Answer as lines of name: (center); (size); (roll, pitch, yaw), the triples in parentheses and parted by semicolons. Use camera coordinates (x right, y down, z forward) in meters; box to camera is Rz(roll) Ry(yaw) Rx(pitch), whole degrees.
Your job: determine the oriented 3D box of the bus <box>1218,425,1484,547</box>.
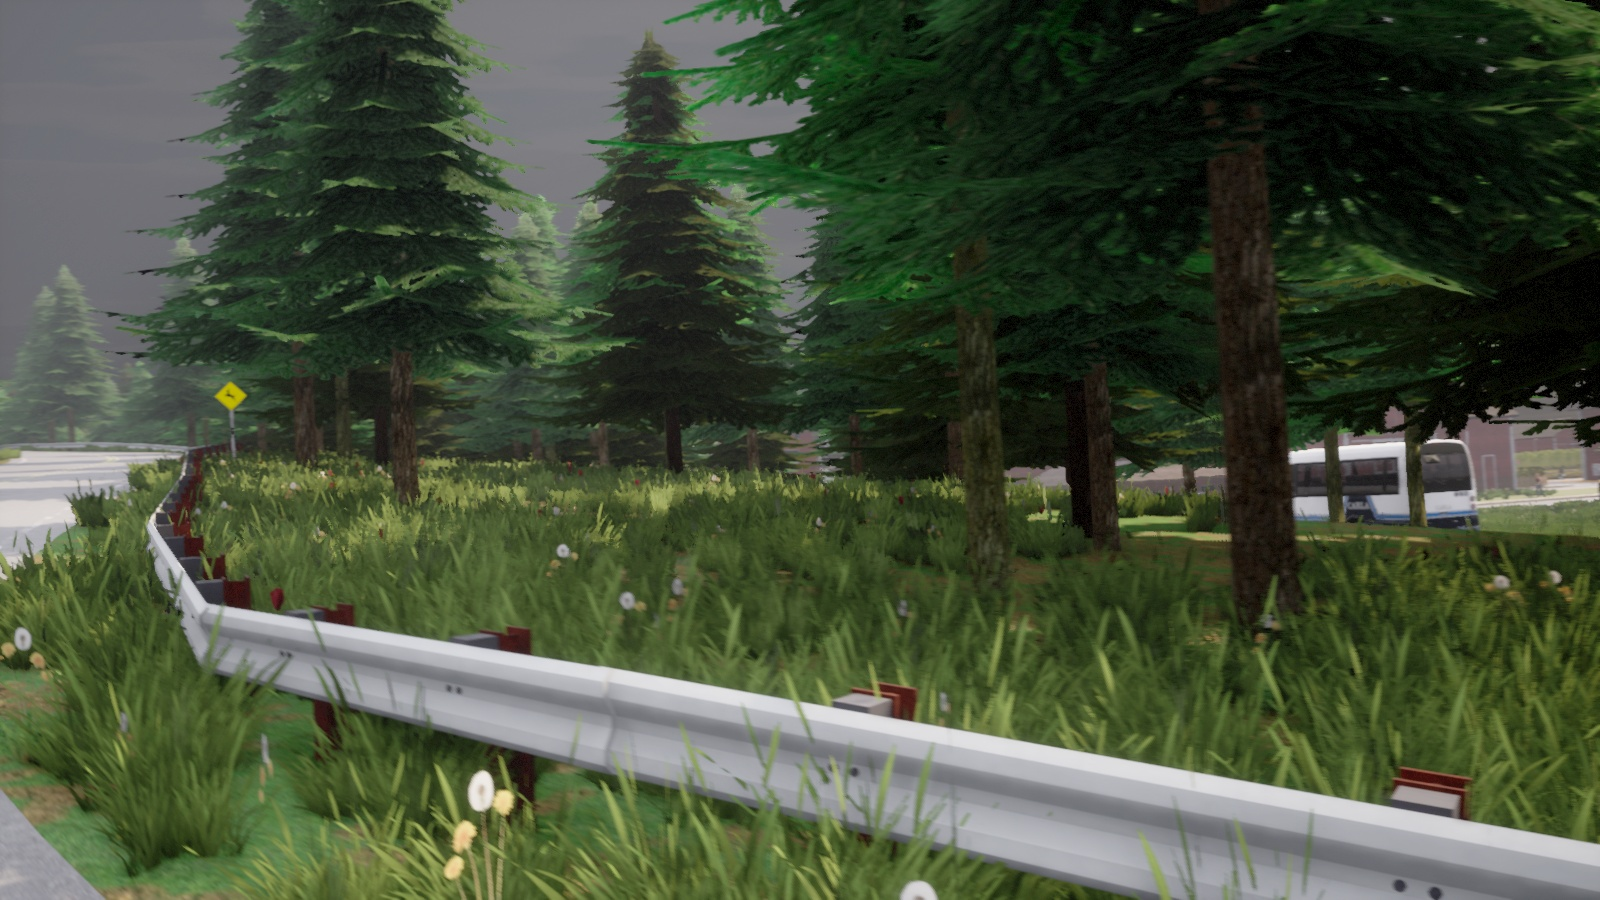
bus: (22.160, 1.616, 51.581); (3.944, 4.253, 10.273); (-4, -2, -17)
